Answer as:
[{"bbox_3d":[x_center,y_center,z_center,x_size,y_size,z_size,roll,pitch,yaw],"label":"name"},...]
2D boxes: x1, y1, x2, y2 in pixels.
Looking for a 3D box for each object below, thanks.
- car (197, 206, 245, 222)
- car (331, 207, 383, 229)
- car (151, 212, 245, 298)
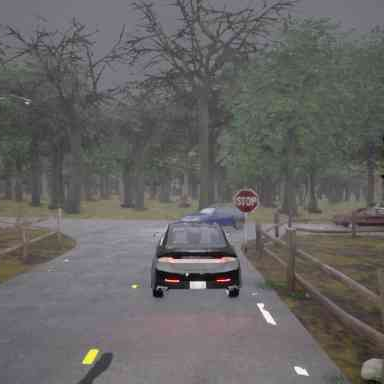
[{"bbox_3d":[1.346,1.586,20.622,4.674,1.442,1.812,1,0,-37],"label":"car"},{"bbox_3d":[12.604,1.811,23.918,5.008,1.535,1.882,1,0,-2],"label":"car"},{"bbox_3d":[0.035,1.492,8.520,2.128,1.511,4.902,0,0,-2],"label":"car"}]
